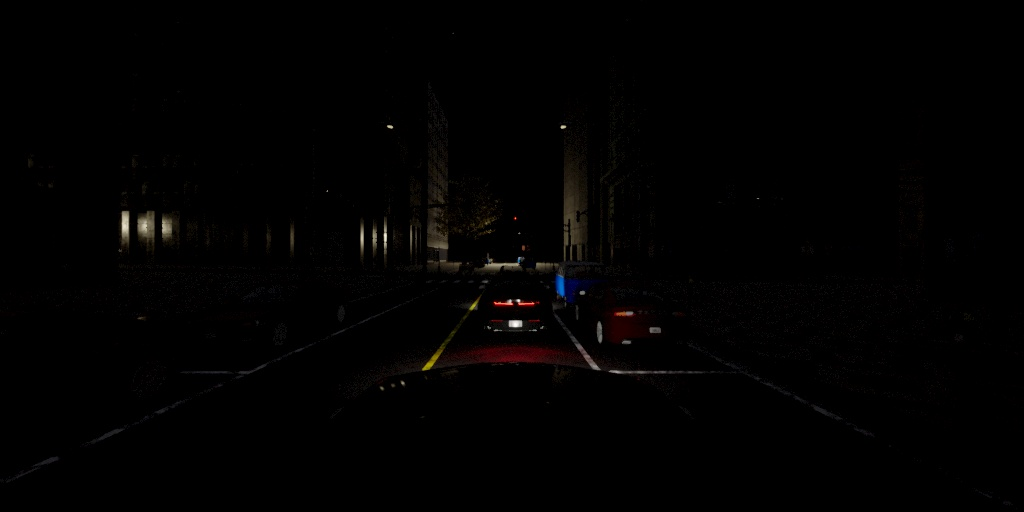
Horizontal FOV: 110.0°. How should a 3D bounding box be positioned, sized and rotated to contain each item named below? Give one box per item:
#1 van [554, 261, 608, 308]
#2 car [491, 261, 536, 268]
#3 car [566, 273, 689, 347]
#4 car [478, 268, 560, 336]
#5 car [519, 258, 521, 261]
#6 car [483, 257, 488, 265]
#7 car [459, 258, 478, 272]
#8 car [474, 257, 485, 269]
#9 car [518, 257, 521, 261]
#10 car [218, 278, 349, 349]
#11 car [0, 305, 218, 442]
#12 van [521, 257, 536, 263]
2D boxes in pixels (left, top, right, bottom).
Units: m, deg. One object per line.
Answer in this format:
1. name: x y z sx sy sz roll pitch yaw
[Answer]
1. van: 2.736 1.092 14.663 1.690 1.789 3.998 0 0 0
2. car: 0.047 1.244 19.792 2.128 1.511 4.902 0 0 -1
3. car: 2.753 1.295 9.138 1.888 1.381 4.507 0 0 0
4. car: 0.074 1.255 10.373 1.837 1.490 4.892 0 0 0
5. car: 2.577 1.343 58.059 1.948 1.339 4.313 0 0 0
6. car: -5.965 1.096 63.089 2.192 1.841 5.009 0 0 0
7. car: -5.917 1.293 47.050 1.751 1.417 4.829 0 0 0
8. car: -5.947 1.322 57.800 1.888 1.381 4.507 0 0 0
9. car: 2.559 1.327 63.473 1.888 1.381 4.507 0 0 0
10. car: -5.802 1.295 9.128 1.888 1.381 4.507 0 0 0
11. car: -5.782 1.295 3.603 1.888 1.381 4.507 0 0 0
12. van: 2.595 1.113 52.647 1.690 1.789 3.998 0 0 0
